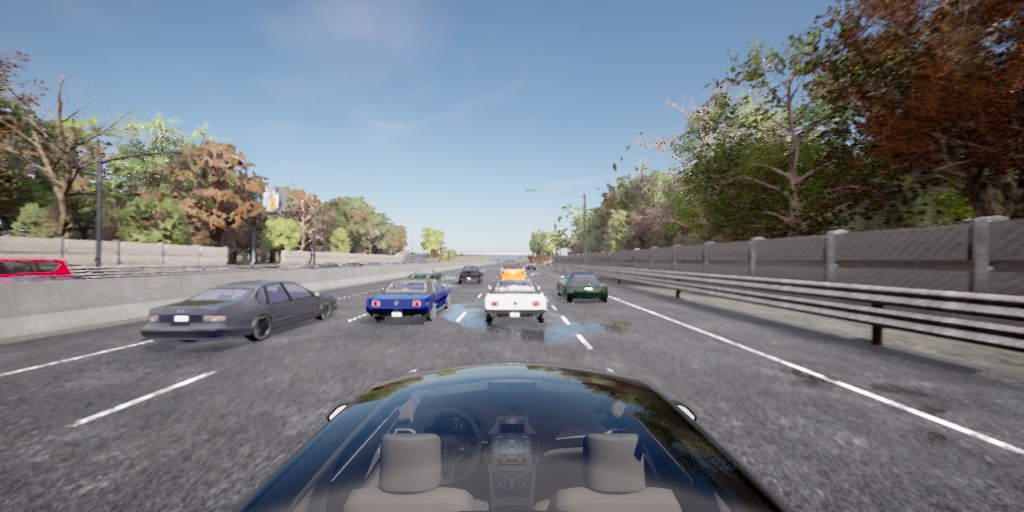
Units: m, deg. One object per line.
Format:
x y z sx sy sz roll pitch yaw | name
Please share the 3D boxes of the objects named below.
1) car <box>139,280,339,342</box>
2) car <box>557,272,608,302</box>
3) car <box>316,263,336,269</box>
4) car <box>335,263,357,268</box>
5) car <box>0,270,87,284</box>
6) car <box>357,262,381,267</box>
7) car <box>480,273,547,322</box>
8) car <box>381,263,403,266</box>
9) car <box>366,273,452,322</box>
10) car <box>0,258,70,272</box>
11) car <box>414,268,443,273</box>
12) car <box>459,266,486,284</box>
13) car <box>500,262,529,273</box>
-6.910 1.381 9.992 2.033 1.411 5.357 0 -1 0 | car
3.490 1.484 18.321 1.994 1.385 4.181 0 -1 0 | car
-28.062 1.806 55.025 1.837 1.490 4.892 0 -1 1 | car
-24.575 1.862 54.697 1.994 1.385 4.181 0 -1 1 | car
-17.607 1.411 13.126 2.033 1.411 5.357 0 -1 0 | car
-21.081 1.647 54.360 2.097 1.767 4.553 0 -1 0 | car
0.093 1.464 12.792 1.895 1.301 4.718 0 -1 0 | car
-17.585 1.772 54.249 1.882 1.535 5.008 0 -1 0 | car
-3.405 1.464 12.843 1.895 1.301 4.718 0 -1 0 | car
-21.104 1.095 14.112 2.150 2.045 5.566 0 -1 0 | car
-6.911 1.634 29.441 1.895 1.301 4.718 0 -1 0 | car
-3.413 1.553 30.804 1.837 1.490 4.892 0 -1 0 | car
0.084 1.398 30.523 2.097 1.767 4.553 0 -1 0 | car
